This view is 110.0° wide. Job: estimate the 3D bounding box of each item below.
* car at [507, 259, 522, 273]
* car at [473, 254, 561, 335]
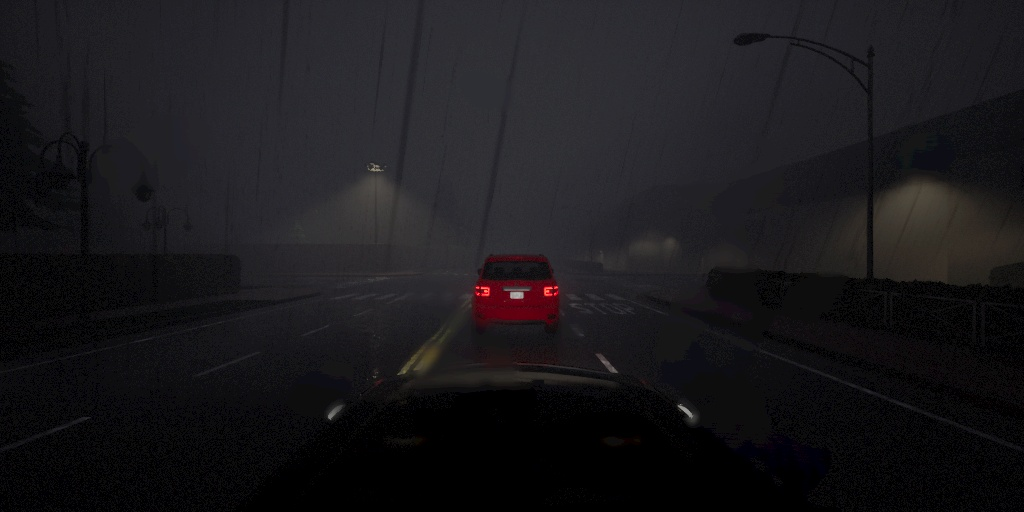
[{"bbox_3d":[0.317,1.228,45.553,1.882,1.535,5.008,0,0,1],"label":"car"},{"bbox_3d":[0.113,0.971,10.698,2.150,2.045,5.566,0,0,0],"label":"car"}]
